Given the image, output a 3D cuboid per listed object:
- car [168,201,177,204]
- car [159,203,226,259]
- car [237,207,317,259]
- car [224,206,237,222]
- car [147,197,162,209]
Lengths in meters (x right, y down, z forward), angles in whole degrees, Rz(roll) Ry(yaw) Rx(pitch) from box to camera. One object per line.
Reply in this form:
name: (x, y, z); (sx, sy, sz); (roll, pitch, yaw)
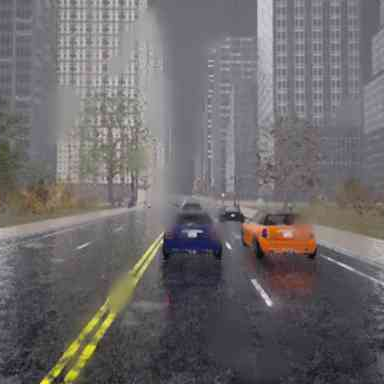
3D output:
car: (-3.245, 2.161, 57.510); (1.994, 1.385, 4.181); (0, -1, 0)
car: (0.023, 1.500, 13.403); (2.097, 1.767, 4.553); (0, -1, 0)
car: (3.273, 1.501, 13.401); (2.097, 1.767, 4.553); (0, -1, 0)
car: (3.282, 1.874, 28.569); (1.994, 1.385, 4.181); (0, -1, 0)
car: (-6.481, 1.832, 58.496); (2.150, 2.045, 5.566); (0, -1, 0)
